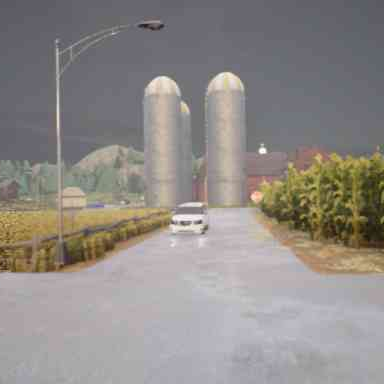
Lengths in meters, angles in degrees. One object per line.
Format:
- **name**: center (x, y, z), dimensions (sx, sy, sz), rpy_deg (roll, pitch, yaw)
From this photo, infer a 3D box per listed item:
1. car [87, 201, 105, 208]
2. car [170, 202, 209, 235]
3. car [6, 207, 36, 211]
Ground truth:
- **car**: center (-25.866, 3.478, 89.696), dimensions (4.611, 1.667, 2.242), rpy_deg (-1, -1, 7)
- **car**: center (-0.048, 1.804, 22.633), dimensions (2.150, 2.045, 5.566), rpy_deg (-1, 1, 7)
- **car**: center (-29.444, 3.251, 57.516), dimensions (4.718, 1.301, 1.895), rpy_deg (-1, -1, 7)
